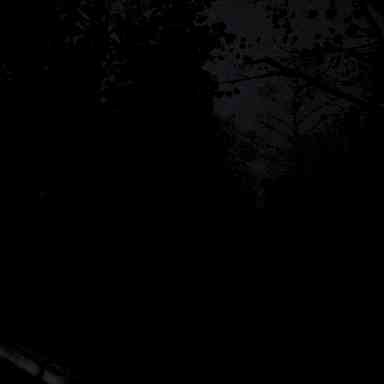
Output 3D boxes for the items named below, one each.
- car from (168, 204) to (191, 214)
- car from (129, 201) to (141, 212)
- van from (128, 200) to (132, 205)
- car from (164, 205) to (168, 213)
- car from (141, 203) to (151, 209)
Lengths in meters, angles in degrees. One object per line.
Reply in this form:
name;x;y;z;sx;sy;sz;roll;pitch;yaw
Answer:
car;-0.942;2.567;51.421;2.231;1.521;4.892;-1;0;35
car;-7.750;2.672;56.212;2.163;1.488;4.792;-1;0;35
van;-9.929;2.442;57.939;1.878;1.987;4.442;-1;0;35
car;-3.224;2.621;52.998;2.163;1.488;4.792;-1;0;35
car;-5.362;2.614;54.780;1.946;1.575;5.366;-1;0;35
